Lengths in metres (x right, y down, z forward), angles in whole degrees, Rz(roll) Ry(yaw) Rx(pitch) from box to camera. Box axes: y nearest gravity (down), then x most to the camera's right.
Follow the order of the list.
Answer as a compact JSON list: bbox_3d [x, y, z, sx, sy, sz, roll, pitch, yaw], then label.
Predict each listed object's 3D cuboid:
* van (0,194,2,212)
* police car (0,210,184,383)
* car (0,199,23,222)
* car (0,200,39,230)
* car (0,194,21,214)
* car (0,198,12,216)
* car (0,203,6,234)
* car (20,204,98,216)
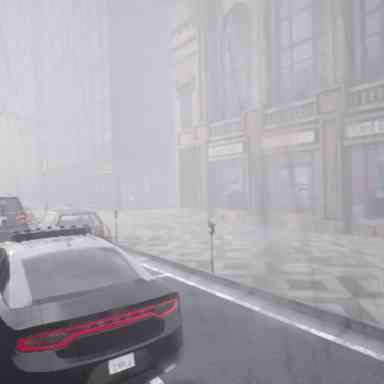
[{"bbox_3d":[-20.623,1.073,34.001,1.690,1.788,3.998,-2,1,-36],"label":"van"},{"bbox_3d":[-2.156,1.351,5.132,1.930,1.638,5.238,-2,2,-36],"label":"police car"},{"bbox_3d":[-14.077,1.320,24.909,1.887,1.381,4.507,-2,1,-36],"label":"car"},{"bbox_3d":[-10.906,1.321,20.498,1.752,1.417,4.829,-2,1,-36],"label":"car"},{"bbox_3d":[-8.013,1.113,13.128,2.150,2.045,5.566,-2,2,-36],"label":"car"},{"bbox_3d":[-17.348,1.298,29.457,1.887,1.381,4.507,-2,1,-36],"label":"car"},{"bbox_3d":[-11.431,1.390,18.035,1.812,1.442,4.674,-2,2,-36],"label":"car"},{"bbox_3d":[-4.267,1.280,11.262,1.967,1.590,4.097,-2,1,-36],"label":"car"}]
